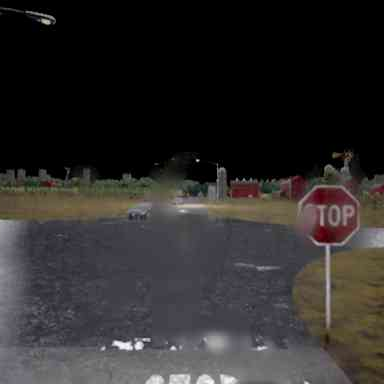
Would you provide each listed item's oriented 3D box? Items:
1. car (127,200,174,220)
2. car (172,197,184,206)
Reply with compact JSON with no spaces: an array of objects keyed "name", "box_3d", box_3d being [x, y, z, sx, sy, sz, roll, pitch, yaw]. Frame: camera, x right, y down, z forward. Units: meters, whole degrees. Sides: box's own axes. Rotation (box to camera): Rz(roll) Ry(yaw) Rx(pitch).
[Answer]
[{"name":"car","box_3d":[-3.737,1.592,28.796,1.837,1.490,4.892,3,1,22]},{"name":"car","box_3d":[-2.312,1.626,56.863,1.837,1.490,4.892,0,0,1]}]
